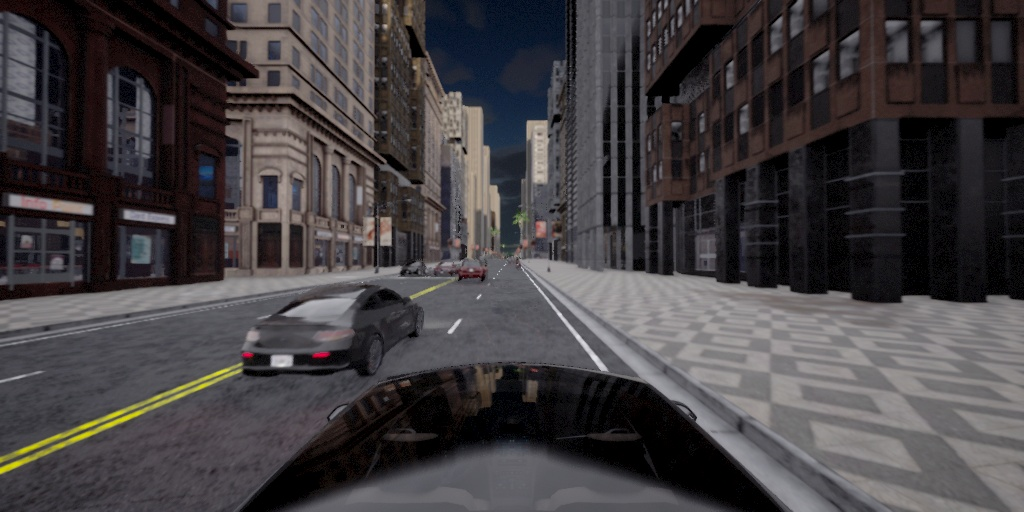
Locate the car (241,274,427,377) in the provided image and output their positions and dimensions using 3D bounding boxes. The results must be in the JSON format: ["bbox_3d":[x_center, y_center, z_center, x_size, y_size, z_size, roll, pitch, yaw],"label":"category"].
[{"bbox_3d":[-3.173,1.277,7.256,1.812,1.442,4.674,0,0,0],"label":"car"}]

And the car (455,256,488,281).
[{"bbox_3d":[-3.147,1.109,29.893,2.097,1.767,4.553,0,0,0],"label":"car"}]

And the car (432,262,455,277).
[{"bbox_3d":[-6.582,1.284,35.923,1.812,1.442,4.674,0,0,0],"label":"car"}]

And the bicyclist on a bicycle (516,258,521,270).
[{"bbox_3d":[0.912,1.208,52.779,0.582,1.620,1.656,0,0,0],"label":"bicyclist on a bicycle"}]

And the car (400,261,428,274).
[{"bbox_3d":[-9.831,1.263,36.191,1.837,1.490,4.892,0,0,0],"label":"car"}]
